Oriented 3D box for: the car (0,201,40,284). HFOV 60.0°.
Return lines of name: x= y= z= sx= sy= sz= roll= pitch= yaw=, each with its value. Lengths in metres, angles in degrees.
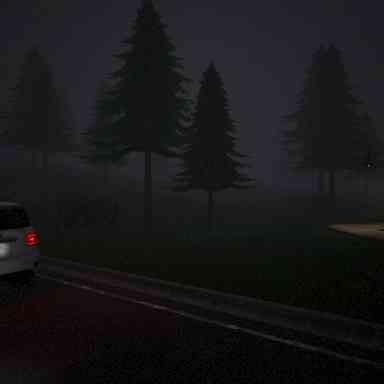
car: x=-6.066 y=1.222 z=8.321 sx=5.566 sy=2.045 sz=2.150 roll=0 pitch=0 yaw=36
